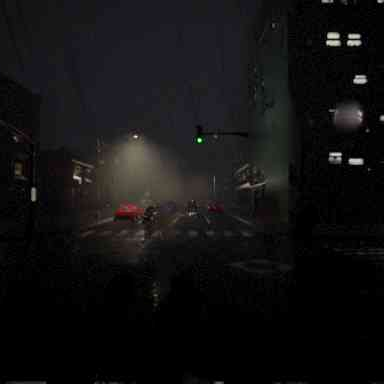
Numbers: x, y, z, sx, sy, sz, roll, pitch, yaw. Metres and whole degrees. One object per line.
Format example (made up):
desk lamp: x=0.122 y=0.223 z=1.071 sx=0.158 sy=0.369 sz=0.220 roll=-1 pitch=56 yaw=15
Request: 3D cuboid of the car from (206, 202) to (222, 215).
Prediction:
car: x=2.694 y=1.965 z=41.427 sx=1.967 sy=1.590 sz=4.097 roll=1 pitch=-1 yaw=0

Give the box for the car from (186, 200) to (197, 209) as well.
car: x=-0.015 y=2.278 z=57.664 sx=2.033 sy=1.411 sz=5.357 roll=0 pitch=-1 yaw=0

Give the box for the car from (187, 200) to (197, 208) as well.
car: x=-0.019 y=2.426 z=68.087 sx=2.033 sy=1.411 sz=5.357 roll=0 pitch=-1 yaw=0

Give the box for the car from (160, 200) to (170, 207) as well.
car: x=-5.696 y=2.467 z=69.793 sx=1.802 sy=1.307 sz=4.206 roll=1 pitch=-1 yaw=0

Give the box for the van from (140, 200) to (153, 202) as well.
van: x=-5.683 y=1.865 z=41.365 sx=1.690 sy=1.788 sz=3.998 roll=1 pitch=-1 yaw=0

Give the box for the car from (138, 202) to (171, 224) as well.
car: x=-3.098 y=1.866 z=28.496 sx=1.837 sy=1.490 sz=4.892 roll=0 pitch=-1 yaw=0

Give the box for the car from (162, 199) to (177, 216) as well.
car: x=-3.098 y=1.966 z=38.553 sx=1.882 sy=1.535 sz=5.008 roll=0 pitch=-1 yaw=0

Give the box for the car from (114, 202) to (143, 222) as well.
car: x=-5.761 y=1.925 z=29.994 sx=1.887 sy=1.381 sz=4.507 roll=1 pitch=-1 yaw=0
